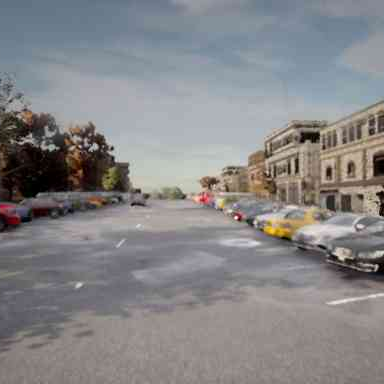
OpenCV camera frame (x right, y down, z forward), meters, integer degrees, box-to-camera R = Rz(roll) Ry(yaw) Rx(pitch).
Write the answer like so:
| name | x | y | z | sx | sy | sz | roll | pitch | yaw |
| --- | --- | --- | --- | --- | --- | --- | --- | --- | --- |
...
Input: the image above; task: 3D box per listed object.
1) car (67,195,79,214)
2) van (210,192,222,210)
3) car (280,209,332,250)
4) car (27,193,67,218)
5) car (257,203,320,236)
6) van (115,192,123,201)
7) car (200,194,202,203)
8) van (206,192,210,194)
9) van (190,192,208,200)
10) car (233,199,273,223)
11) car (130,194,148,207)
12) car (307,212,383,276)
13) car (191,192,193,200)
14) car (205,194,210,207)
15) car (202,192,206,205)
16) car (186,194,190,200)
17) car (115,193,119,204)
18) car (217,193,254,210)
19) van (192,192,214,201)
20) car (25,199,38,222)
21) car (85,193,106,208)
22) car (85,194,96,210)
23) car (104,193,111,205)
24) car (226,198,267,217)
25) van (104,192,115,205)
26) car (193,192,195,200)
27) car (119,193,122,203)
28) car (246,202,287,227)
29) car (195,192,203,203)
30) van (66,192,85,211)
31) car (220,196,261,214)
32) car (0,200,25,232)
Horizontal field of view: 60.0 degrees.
| name | x | y | z | sx | sy | sz | roll | pitch | yaw |
| --- | --- | --- | --- | --- | --- | --- | --- | --- | --- |
| car | -12.791 | 1.334 | 29.186 | 4.792 | 1.488 | 2.163 | -1 | 1 | -23 |
| van | 4.604 | 1.103 | 35.962 | 4.442 | 1.987 | 1.878 | 1 | 1 | -23 |
| car | 5.984 | 1.514 | 12.577 | 4.674 | 1.452 | 2.002 | 1 | 1 | -23 |
| car | -12.578 | 1.196 | 26.269 | 4.553 | 1.767 | 2.185 | -1 | 1 | -23 |
| car | 5.990 | 1.455 | 15.585 | 5.366 | 1.575 | 1.946 | 1 | 0 | -23 |
| van | -14.313 | 0.975 | 55.606 | 4.442 | 1.987 | 1.878 | -1 | 0 | -23 |
| car | 4.068 | 1.321 | 47.727 | 4.674 | 1.452 | 2.002 | 1 | 0 | -23 |
| van | 4.494 | 1.079 | 41.921 | 4.442 | 1.987 | 1.878 | 1 | 0 | -23 |
| van | 1.875 | 1.103 | 88.776 | 4.442 | 1.987 | 1.878 | 2 | -2 | -23 |
| car | 5.513 | 1.419 | 21.363 | 4.892 | 1.521 | 2.231 | 1 | 1 | -23 |
| car | -7.375 | 1.307 | 46.184 | 2.033 | 1.411 | 5.357 | 0 | 0 | -3 |
| car | 6.148 | 1.493 | 9.648 | 4.892 | 1.521 | 2.231 | 1 | 1 | -23 |
| car | 3.120 | 1.240 | 68.302 | 5.366 | 1.575 | 1.946 | 1 | 0 | -23 |
| car | 4.538 | 1.316 | 38.943 | 5.008 | 1.535 | 2.097 | 1 | 0 | -23 |
| car | 4.199 | 1.164 | 44.791 | 4.553 | 1.767 | 2.185 | 1 | 0 | -23 |
| car | 2.267 | 0.977 | 79.939 | 5.566 | 2.045 | 2.435 | 1 | 0 | -23 |
| car | -13.888 | 1.253 | 49.779 | 4.674 | 1.452 | 2.002 | -1 | 0 | -23 |
| car | 5.056 | 1.238 | 30.163 | 4.553 | 1.767 | 2.185 | 1 | 1 | -23 |
| van | 2.521 | 1.006 | 74.037 | 4.442 | 1.987 | 1.878 | 1 | 0 | -23 |
| car | -12.309 | 1.389 | 20.364 | 4.792 | 1.488 | 2.163 | -1 | 1 | -23 |
| car | -13.075 | 1.252 | 38.092 | 5.366 | 1.575 | 1.946 | -1 | 0 | -23 |
| car | -13.077 | 1.272 | 35.078 | 4.892 | 1.521 | 2.231 | -1 | 1 | -23 |
| car | -13.561 | 1.271 | 43.894 | 4.674 | 1.452 | 2.002 | -1 | 1 | -23 |
| car | 5.316 | 1.429 | 24.282 | 4.792 | 1.488 | 2.163 | 1 | 1 | -23 |
| van | -13.623 | 0.995 | 46.887 | 4.442 | 1.987 | 1.878 | -1 | 0 | -23 |
| car | 3.438 | 1.247 | 62.449 | 5.366 | 1.575 | 1.946 | 1 | 0 | -23 |
| car | -14.051 | 1.245 | 52.720 | 4.674 | 1.452 | 2.002 | -1 | 0 | -23 |
| car | 5.664 | 1.477 | 18.437 | 4.674 | 1.452 | 2.002 | 1 | 1 | -23 |
| car | 3.936 | 1.021 | 50.672 | 5.566 | 2.045 | 2.435 | 1 | 0 | -23 |
| van | -13.029 | 1.063 | 32.085 | 4.442 | 1.987 | 1.878 | -1 | 1 | -23 |
| car | 5.189 | 1.382 | 27.226 | 4.892 | 1.521 | 2.231 | 1 | 1 | -23 |
| car | -12.102 | 1.126 | 17.452 | 5.566 | 2.045 | 2.435 | -1 | 0 | -23 |
